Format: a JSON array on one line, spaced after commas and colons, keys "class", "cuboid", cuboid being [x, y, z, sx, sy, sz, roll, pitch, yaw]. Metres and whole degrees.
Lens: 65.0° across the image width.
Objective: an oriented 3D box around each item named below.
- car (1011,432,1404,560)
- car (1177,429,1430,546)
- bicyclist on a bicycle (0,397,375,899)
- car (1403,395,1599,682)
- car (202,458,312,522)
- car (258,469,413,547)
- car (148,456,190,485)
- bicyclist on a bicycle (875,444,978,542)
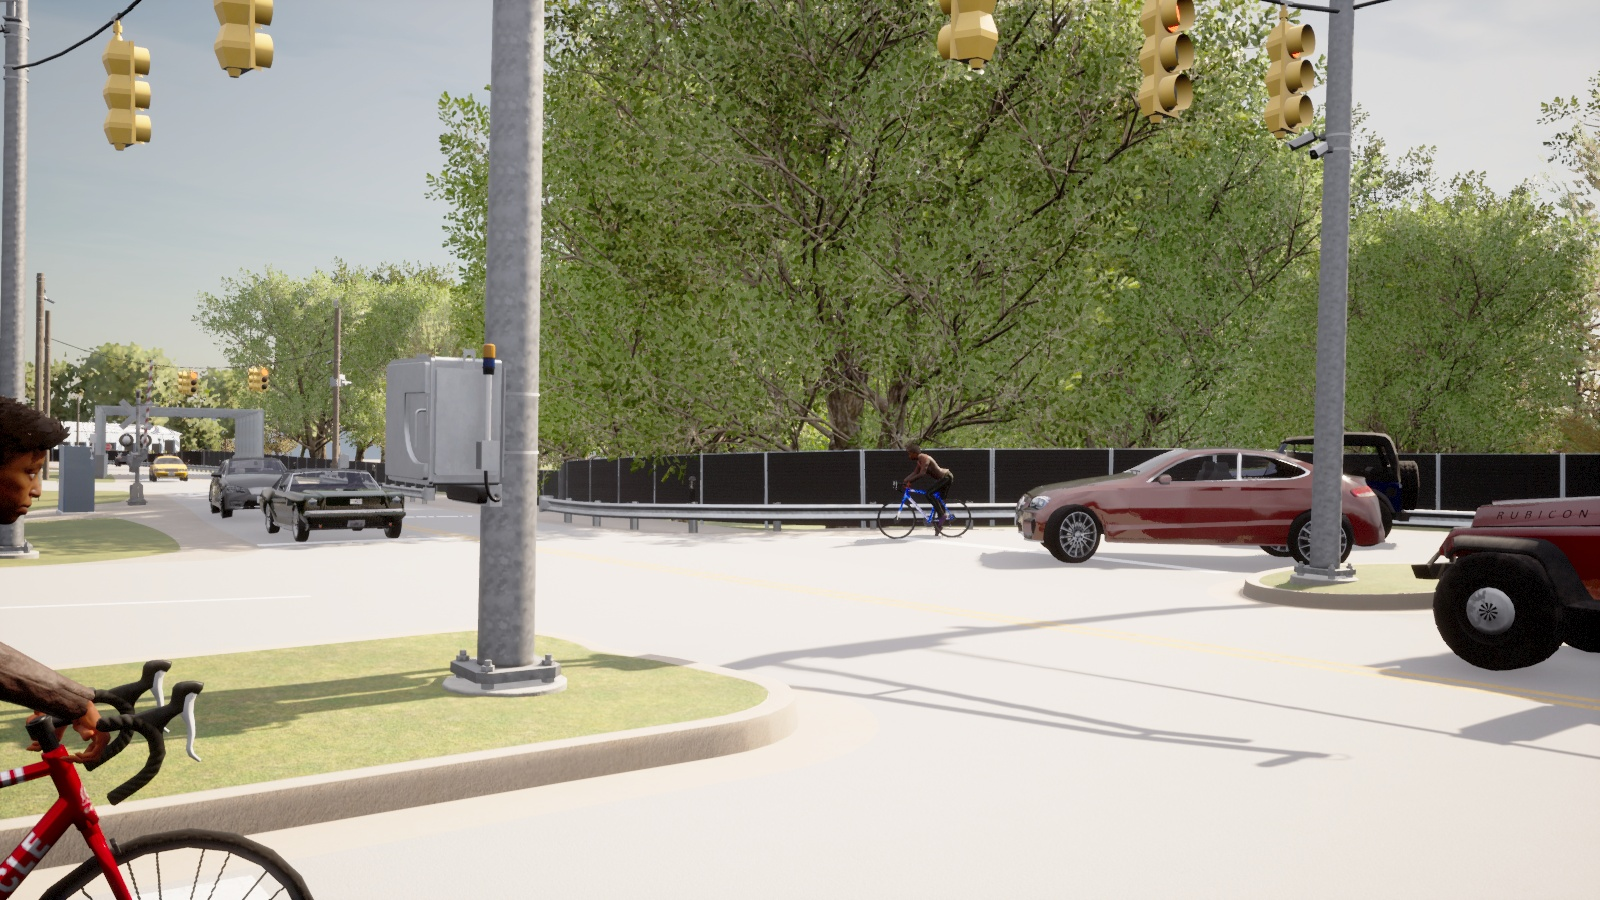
[{"class": "car", "cuboid": [5.658, 0.594, 18.098, 5.027, 1.651, 2.152, 1, 1, 6]}, {"class": "car", "cuboid": [8.581, 0.580, 21.696, 3.866, 1.878, 1.905, 1, 1, 19]}, {"class": "bicyclist on a bicycle", "cuboid": [-1.752, 0.713, 2.437, 1.656, 1.620, 0.582, 0, 0, -36]}, {"class": "car", "cuboid": [6.358, 0.580, 8.264, 1.905, 1.878, 3.866, 1, -1, -35]}, {"class": "car", "cuboid": [-14.216, 0.970, 32.715, 2.128, 1.511, 4.902, 0, 0, -30]}, {"class": "car", "cuboid": [-9.039, 1.044, 24.175, 1.895, 1.301, 4.718, 0, 0, -32]}, {"class": "car", "cuboid": [-36.322, 1.148, 72.202, 1.801, 1.575, 5.366, 0, 0, -30]}, {"class": "bicyclist on a bicycle", "cuboid": [2.176, 0.723, 21.665, 1.656, 1.620, 0.582, -1, 1, -3]}]
